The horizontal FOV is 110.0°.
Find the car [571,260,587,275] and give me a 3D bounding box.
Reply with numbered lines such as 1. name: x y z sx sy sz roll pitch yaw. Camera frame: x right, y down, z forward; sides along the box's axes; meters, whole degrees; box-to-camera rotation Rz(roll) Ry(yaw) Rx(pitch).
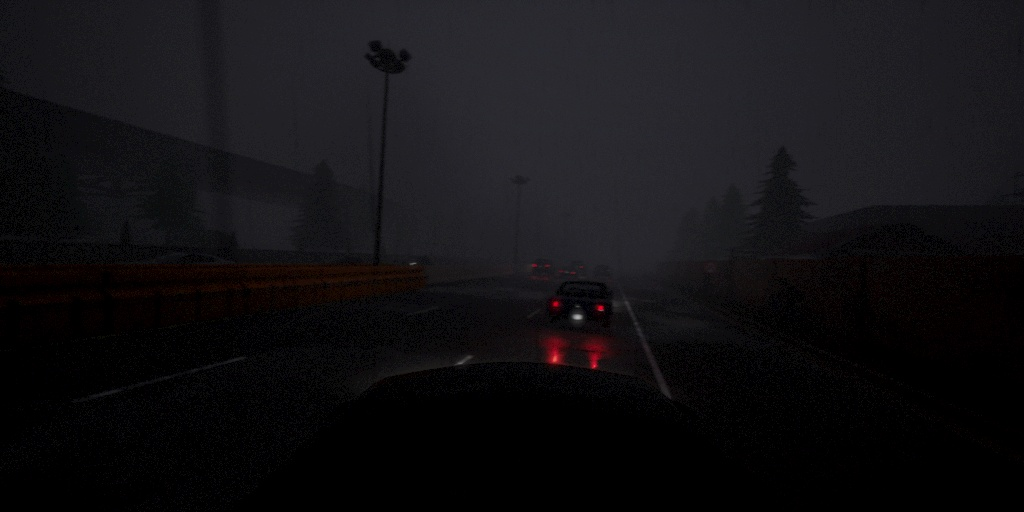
1. car: 9.305 1.676 50.662 2.150 2.045 5.566 3 0 15

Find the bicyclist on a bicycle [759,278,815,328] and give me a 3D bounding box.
1. bicyclist on a bicycle: 9.363 1.593 12.201 1.656 1.620 0.582 4 0 15

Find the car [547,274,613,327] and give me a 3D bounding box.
1. car: 2.555 1.533 12.617 1.895 1.301 4.718 3 0 16

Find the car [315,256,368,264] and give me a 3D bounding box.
1. car: -12.157 0.725 25.608 1.812 1.442 4.674 3 0 15

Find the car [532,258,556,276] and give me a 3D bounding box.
1. car: 4.036 1.367 44.583 2.150 2.045 5.566 3 0 15

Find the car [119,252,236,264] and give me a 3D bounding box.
1. car: -14.770 0.544 15.906 1.812 1.442 4.674 3 0 15

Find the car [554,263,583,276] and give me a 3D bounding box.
1. car: 6.470 1.805 40.247 2.033 1.411 5.357 3 0 15

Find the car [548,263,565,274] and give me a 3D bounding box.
1. car: 6.864 1.866 54.904 1.812 1.442 4.674 3 0 16

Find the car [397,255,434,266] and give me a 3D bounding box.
1. car: -9.513 0.734 35.377 2.097 1.767 4.553 3 0 14

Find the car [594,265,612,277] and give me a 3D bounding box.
1. car: 11.495 1.899 45.399 2.097 1.767 4.553 3 0 15
